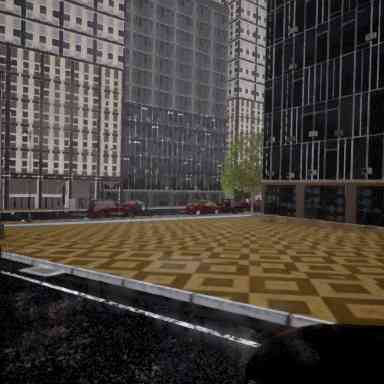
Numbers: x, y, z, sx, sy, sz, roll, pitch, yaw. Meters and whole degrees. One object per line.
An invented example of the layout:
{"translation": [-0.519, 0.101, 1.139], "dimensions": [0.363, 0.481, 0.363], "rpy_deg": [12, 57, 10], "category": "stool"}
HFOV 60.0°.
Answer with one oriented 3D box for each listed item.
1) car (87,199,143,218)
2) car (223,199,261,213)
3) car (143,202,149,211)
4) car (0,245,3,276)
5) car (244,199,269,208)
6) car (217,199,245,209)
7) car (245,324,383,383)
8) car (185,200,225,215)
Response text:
{"translation": [-8.026, 1.644, 33.533], "dimensions": [5.009, 1.841, 2.192], "rpy_deg": [1, 1, -34], "category": "car"}
{"translation": [6.000, 1.782, 43.150], "dimensions": [5.009, 1.841, 2.192], "rpy_deg": [1, 1, -34], "category": "car"}
{"translation": [-7.809, 1.719, 43.241], "dimensions": [4.403, 1.369, 2.008], "rpy_deg": [1, 1, -34], "category": "car"}
{"translation": [-6.697, 1.501, 8.450], "dimensions": [4.792, 1.488, 2.163], "rpy_deg": [0, 0, 36], "category": "car"}
{"translation": [10.892, 1.934, 56.065], "dimensions": [4.206, 1.307, 1.802], "rpy_deg": [1, 1, -34], "category": "car"}
{"translation": [6.217, 1.872, 52.859], "dimensions": [4.313, 1.339, 1.947], "rpy_deg": [1, 1, -34], "category": "car"}
{"translation": [2.535, 1.526, 1.883], "dimensions": [4.674, 1.442, 1.812], "rpy_deg": [0, 0, 36], "category": "car"}
{"translation": [1.320, 1.965, 39.948], "dimensions": [4.507, 1.381, 1.887], "rpy_deg": [1, 1, -34], "category": "car"}
